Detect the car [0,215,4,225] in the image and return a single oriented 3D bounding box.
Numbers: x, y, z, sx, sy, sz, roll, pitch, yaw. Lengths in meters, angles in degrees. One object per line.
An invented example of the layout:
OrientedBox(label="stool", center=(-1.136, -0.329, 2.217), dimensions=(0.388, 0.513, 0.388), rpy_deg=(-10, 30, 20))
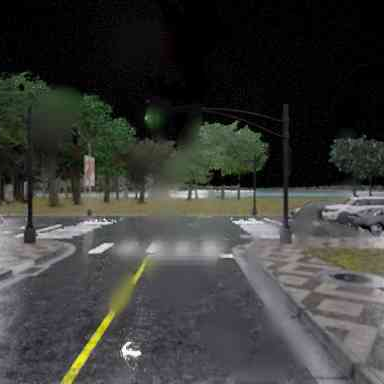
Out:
OrientedBox(label="car", center=(-15.198, 1.689, 22.422), dimensions=(4.674, 1.442, 1.812), rpy_deg=(0, 0, 2))

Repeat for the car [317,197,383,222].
OrientedBox(label="car", center=(13.062, 1.403, 25.754), dimensions=(5.566, 2.045, 2.150), rpy_deg=(0, 0, 0))

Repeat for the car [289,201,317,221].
OrientedBox(label="car", center=(10.875, 1.542, 29.015), dimensions=(4.553, 1.767, 2.097), rpy_deg=(0, 0, 0))

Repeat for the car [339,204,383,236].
OrientedBox(label="car", center=(11.522, 1.656, 19.161), dimensions=(4.902, 1.511, 2.128), rpy_deg=(0, 0, 0))
